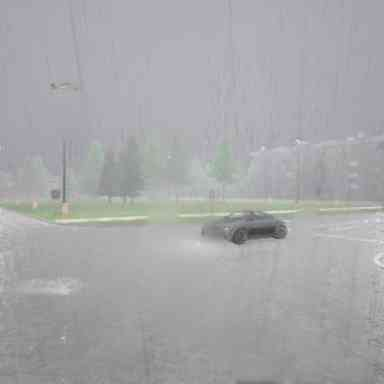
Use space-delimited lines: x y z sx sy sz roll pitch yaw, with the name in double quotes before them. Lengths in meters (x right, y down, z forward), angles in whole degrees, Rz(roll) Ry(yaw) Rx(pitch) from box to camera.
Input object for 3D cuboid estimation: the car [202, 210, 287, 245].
"car" 2.501 1.556 15.478 4.181 1.385 1.994 0 0 -35
